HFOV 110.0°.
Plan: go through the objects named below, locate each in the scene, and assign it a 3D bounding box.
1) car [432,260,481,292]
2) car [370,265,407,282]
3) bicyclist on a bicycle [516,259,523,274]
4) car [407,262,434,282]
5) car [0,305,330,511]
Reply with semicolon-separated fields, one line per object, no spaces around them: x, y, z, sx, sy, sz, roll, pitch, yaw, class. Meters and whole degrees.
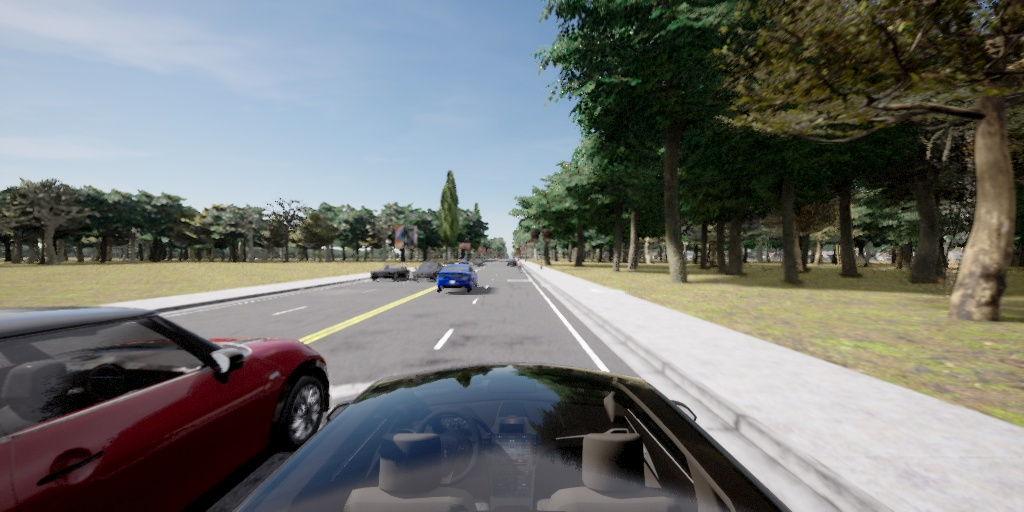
-3.153;1.232;21.418;1.882;1.535;5.008;0;0;0;car
-9.851;1.359;29.300;1.895;1.301;4.718;0;0;0;car
0.872;1.202;41.252;0.866;1.612;1.509;0;0;0;bicyclist on a bicycle
-6.598;1.263;28.863;1.837;1.490;4.892;0;0;0;car
-3.151;1.102;2.310;2.097;1.767;4.553;0;0;0;car
